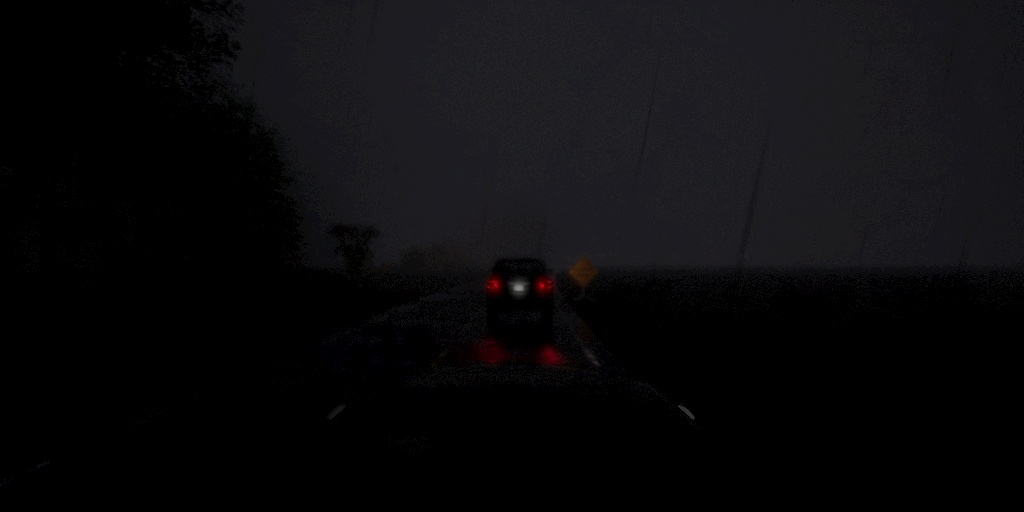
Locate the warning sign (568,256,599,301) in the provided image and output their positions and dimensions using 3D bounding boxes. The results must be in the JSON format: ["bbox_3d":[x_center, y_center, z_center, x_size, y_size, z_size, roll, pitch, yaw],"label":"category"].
[{"bbox_3d":[3.065,0.940,15.302,1.300,1.860,1.060,0,0,3],"label":"warning sign"}]

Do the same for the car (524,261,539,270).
[{"bbox_3d":[3.314,1.565,59.799,1.812,1.442,4.674,0,0,13],"label":"car"}]

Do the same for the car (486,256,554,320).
[{"bbox_3d":[0.361,1.035,13.192,2.150,2.045,5.566,0,0,3],"label":"car"}]
